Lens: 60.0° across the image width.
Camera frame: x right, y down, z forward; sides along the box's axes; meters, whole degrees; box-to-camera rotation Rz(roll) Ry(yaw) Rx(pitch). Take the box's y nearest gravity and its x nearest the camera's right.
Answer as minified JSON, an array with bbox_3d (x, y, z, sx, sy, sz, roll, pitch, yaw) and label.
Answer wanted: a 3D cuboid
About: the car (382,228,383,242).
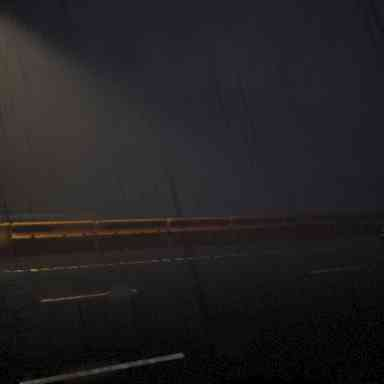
[{"bbox_3d":[10.469,1.736,14.588,4.674,1.442,1.812,0,-1,-22],"label":"car"}]
